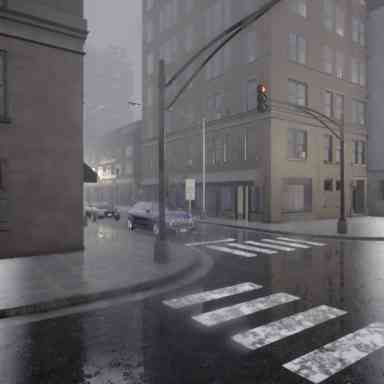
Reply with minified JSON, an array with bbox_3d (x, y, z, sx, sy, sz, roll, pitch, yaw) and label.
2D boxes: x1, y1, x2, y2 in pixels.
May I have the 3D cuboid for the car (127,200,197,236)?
[{"bbox_3d":[-1.717,1.269,17.916,2.097,1.767,4.553,0,0,-36],"label":"car"}]

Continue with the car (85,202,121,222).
[{"bbox_3d":[-7.014,1.433,25.317,1.994,1.385,4.181,0,0,-35],"label":"car"}]
